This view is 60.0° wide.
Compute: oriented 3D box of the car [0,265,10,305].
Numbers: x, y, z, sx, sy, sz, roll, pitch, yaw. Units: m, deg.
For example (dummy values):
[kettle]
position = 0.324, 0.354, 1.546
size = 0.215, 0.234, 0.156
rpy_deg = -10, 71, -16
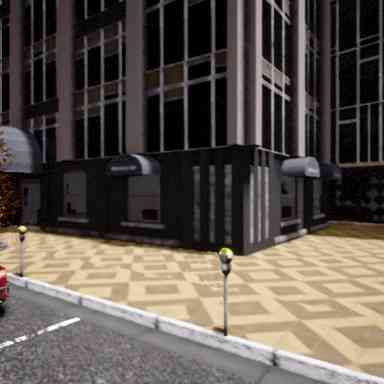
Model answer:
[car]
position = -5.236, 1.589, 6.607
size = 4.206, 1.307, 1.802
rpy_deg = 0, 0, 35
